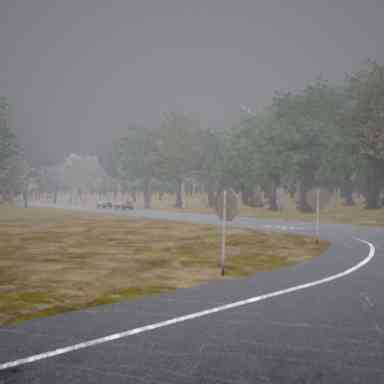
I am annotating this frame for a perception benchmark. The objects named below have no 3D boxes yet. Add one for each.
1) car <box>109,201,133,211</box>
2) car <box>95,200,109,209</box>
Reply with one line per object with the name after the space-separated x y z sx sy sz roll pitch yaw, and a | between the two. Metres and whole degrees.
-10.999 2.160 52.982 1.837 1.490 4.892 2 -2 -34 | car
-15.962 2.303 60.112 1.837 1.490 4.892 2 -2 -35 | car
